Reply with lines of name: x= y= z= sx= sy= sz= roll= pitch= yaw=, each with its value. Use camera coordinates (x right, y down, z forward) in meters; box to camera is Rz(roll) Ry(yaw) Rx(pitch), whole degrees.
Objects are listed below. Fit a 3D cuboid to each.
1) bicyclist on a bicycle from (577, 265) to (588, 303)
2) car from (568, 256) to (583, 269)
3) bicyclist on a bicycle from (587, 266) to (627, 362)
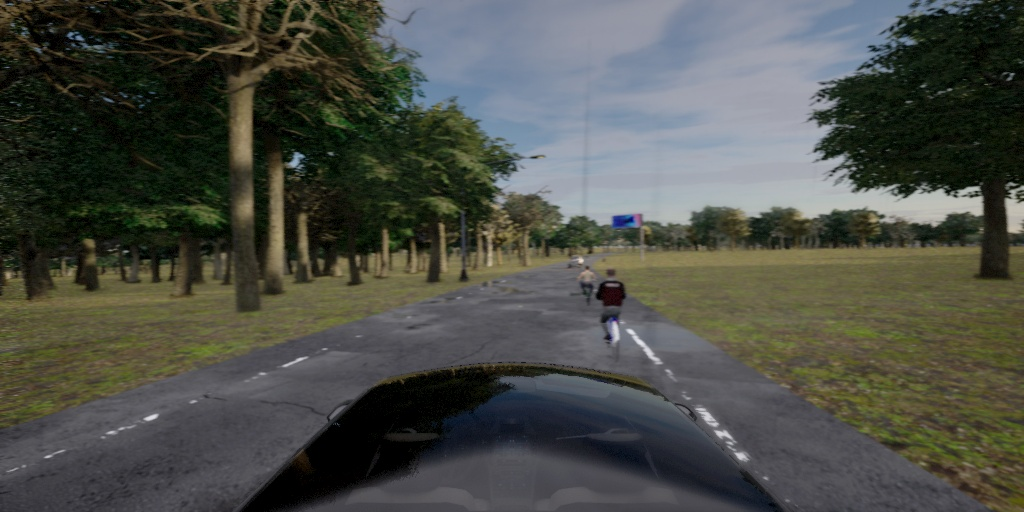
bicyclist on a bicycle: x=3.128 y=1.196 z=14.891 sx=0.866 sy=1.612 sz=1.509 roll=-1 pitch=-1 yaw=8
car: x=10.293 y=1.273 z=59.346 sx=2.128 sy=1.511 sz=4.902 roll=-1 pitch=0 yaw=12
bicyclist on a bicycle: x=2.001 y=1.112 z=7.296 sx=0.659 sy=1.776 sz=1.843 roll=-1 pitch=0 yaw=8
